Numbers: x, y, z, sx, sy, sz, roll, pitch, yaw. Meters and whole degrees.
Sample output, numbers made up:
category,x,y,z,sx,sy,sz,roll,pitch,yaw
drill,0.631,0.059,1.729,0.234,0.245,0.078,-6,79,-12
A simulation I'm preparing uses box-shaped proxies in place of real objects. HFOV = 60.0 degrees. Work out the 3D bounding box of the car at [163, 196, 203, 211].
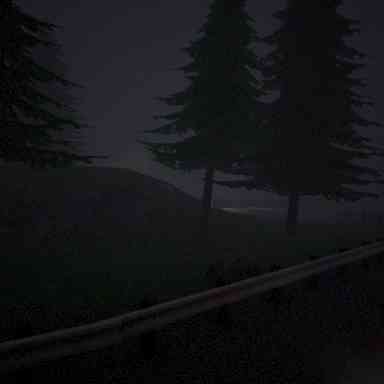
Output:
category,x,y,z,sx,sy,sz,roll,pitch,yaw
car,-0.784,1.321,39.710,4.553,1.767,2.097,0,0,36

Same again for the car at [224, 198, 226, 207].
category,x,y,z,sx,sy,sz,roll,pitch,yaw
car,1.867,1.467,46.428,4.892,1.490,1.837,0,0,36

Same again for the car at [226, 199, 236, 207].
category,x,y,z,sx,sy,sz,roll,pitch,yaw
car,4.046,1.454,49.172,4.902,1.511,2.128,0,0,36

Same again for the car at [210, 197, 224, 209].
category,x,y,z,sx,sy,sz,roll,pitch,yaw
car,1.284,1.322,42.535,4.553,1.767,2.097,0,0,36
